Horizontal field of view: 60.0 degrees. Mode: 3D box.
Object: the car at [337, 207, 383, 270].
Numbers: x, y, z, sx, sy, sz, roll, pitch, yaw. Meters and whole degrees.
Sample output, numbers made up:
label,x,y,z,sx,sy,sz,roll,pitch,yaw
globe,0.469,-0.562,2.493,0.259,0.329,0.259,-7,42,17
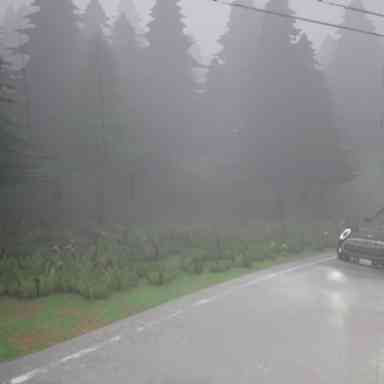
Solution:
label,x,y,z,sx,sy,sz,roll,pitch,yaw
car,6.300,1.146,9.634,4.553,1.767,2.097,-1,1,-32
